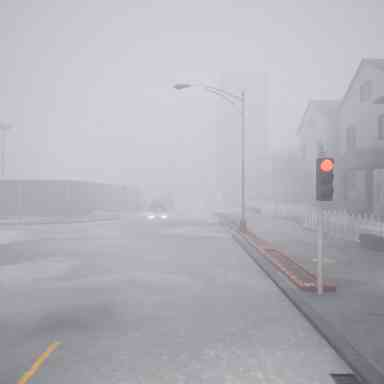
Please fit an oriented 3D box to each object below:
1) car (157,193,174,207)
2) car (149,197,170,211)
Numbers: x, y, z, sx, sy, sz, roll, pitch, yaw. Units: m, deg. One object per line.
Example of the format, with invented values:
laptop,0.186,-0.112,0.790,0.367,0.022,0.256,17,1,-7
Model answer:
car,-4.057,1.221,51.590,2.150,2.045,5.566,0,0,1
car,-4.083,1.601,40.949,1.895,1.301,4.718,0,0,0
